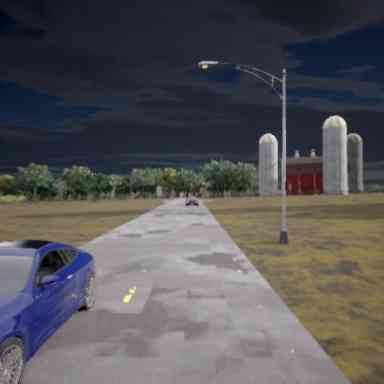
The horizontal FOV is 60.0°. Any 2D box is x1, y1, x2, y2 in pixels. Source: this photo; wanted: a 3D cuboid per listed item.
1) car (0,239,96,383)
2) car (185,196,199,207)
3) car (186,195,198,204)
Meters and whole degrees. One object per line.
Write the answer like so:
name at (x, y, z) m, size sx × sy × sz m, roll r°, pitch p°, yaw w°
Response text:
car at (-2.834, 1.536, 5.091) m, size 1.812 × 1.442 × 4.674 m, roll 0°, pitch 0°, yaw 0°
car at (0.001, 1.376, 46.414) m, size 1.895 × 1.301 × 4.718 m, roll 0°, pitch 0°, yaw 0°
car at (0.001, 1.292, 56.536) m, size 1.994 × 1.385 × 4.181 m, roll 0°, pitch 0°, yaw 0°
